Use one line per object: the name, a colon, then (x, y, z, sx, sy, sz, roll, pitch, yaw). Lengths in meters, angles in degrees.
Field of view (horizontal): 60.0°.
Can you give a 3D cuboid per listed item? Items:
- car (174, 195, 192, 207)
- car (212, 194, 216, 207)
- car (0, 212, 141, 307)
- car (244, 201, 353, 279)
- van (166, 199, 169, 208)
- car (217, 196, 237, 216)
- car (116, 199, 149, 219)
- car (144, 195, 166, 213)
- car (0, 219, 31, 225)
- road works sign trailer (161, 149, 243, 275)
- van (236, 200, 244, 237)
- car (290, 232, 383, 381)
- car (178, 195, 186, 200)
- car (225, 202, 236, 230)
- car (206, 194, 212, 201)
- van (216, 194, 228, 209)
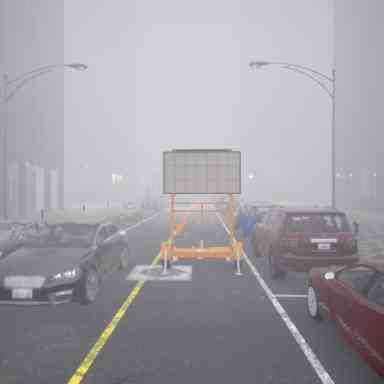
car: (-1.372, 1.602, 52.412, 1.895, 1.301, 4.718, 0, 0, 2)
car: (4.098, 1.314, 43.039, 2.192, 1.841, 5.009, 0, 0, 2)
car: (-2.860, 1.491, 8.205, 2.128, 1.511, 4.902, 0, 0, 2)
car: (3.065, 1.314, 9.903, 2.192, 1.841, 5.009, 0, 0, 2)
van: (-4.427, 1.340, 43.319, 1.690, 1.788, 3.998, 0, 0, 2)
car: (3.754, 1.439, 31.994, 1.967, 1.590, 4.097, 0, 0, 2)
car: (-4.955, 1.524, 26.583, 1.752, 1.417, 4.829, 0, 0, 2)
car: (-4.602, 1.313, 37.797, 2.192, 1.841, 5.009, 0, 0, 2)
car: (-5.472, 1.550, 10.186, 2.008, 1.369, 4.403, 0, 0, 2)
road works sign trailer: (0.311, 0.463, 10.457, 2.380, 3.560, 2.880, 0, 0, 2)
van: (3.237, 1.340, 15.425, 1.690, 1.788, 3.998, 0, 0, 2)
car: (2.893, 1.544, 4.380, 1.887, 1.381, 4.507, 0, 0, 2)
car: (-2.876, 1.599, 92.670, 1.947, 1.339, 4.313, 0, 0, 2)
car: (3.410, 1.550, 20.949, 2.008, 1.369, 4.403, 0, 0, 2)
car: (5.290, 1.335, 81.112, 2.192, 1.841, 5.009, 0, 0, 2)
van: (3.926, 1.339, 37.516, 1.690, 1.788, 3.998, 0, 0, 2)
